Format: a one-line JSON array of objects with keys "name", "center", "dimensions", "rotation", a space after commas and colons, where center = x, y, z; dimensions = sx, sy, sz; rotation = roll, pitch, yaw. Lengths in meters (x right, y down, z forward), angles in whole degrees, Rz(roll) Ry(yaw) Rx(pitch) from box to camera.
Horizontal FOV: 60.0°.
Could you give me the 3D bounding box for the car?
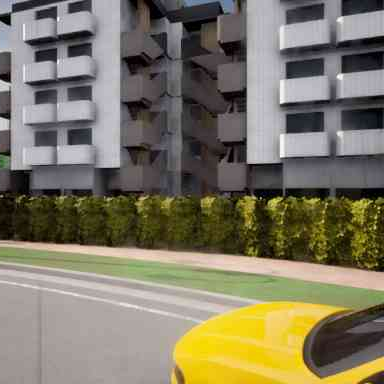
[{"name": "car", "center": [2.096, 1.478, 2.220], "dimensions": [5.008, 1.535, 1.882], "rotation": [0, 0, 35]}]
